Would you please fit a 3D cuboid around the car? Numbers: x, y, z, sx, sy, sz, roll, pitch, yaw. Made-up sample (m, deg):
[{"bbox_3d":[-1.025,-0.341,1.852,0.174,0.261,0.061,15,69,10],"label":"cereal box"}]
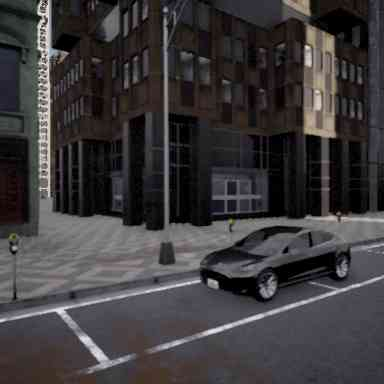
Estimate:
[{"bbox_3d":[2.216,1.541,8.230,4.313,1.339,1.947,0,0,-35],"label":"car"}]
